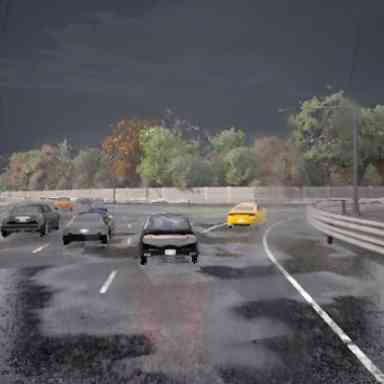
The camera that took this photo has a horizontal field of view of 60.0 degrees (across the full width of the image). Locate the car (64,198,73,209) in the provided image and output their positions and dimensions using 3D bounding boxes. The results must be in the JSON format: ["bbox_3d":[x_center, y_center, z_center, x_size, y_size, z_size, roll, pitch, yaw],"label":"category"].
[{"bbox_3d":[-17.490,1.550,45.165,2.097,1.767,4.553,0,0,-25],"label":"car"}]

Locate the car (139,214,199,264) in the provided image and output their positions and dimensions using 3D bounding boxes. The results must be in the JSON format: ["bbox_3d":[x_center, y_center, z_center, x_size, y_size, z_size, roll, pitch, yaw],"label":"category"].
[{"bbox_3d":[-0.870,1.529,12.001,2.128,1.511,4.902,0,0,-6],"label":"car"}]

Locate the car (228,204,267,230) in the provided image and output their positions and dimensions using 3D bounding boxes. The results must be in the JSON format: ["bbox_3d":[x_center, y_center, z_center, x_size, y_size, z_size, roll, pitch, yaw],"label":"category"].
[{"bbox_3d":[3.710,1.523,21.836,1.882,1.535,5.008,-1,0,19],"label":"car"}]

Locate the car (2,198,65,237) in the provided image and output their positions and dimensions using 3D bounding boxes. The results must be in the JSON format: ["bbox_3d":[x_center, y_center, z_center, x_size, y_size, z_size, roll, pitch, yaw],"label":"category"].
[{"bbox_3d":[-8.881,1.441,18.800,2.097,1.767,4.553,0,0,-10],"label":"car"}]

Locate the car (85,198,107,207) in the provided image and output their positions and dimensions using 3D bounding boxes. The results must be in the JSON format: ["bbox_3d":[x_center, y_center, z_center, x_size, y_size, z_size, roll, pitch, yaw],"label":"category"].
[{"bbox_3d":[-11.317,1.705,40.079,2.033,1.411,5.357,0,0,-21],"label":"car"}]

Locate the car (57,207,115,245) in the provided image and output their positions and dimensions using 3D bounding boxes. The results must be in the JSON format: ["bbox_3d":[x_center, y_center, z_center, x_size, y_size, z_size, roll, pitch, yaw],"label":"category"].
[{"bbox_3d":[-4.875,1.629,16.162,1.994,1.385,4.181,0,0,-8],"label":"car"}]

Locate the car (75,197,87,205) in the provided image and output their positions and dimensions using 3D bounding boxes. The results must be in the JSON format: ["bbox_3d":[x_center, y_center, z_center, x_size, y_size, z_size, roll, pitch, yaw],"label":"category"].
[{"bbox_3d":[-21.579,1.775,65.640,1.837,1.490,4.892,0,-1,-36],"label":"car"}]
